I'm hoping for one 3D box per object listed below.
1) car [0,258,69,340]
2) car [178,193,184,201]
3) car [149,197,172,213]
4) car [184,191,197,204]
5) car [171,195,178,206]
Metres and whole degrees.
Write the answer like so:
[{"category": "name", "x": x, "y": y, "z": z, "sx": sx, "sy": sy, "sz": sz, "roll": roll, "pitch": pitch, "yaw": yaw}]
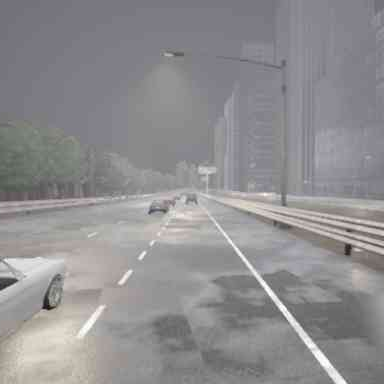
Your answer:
[{"category": "car", "x": -3.499, "y": 1.601, "z": 4.849, "sx": 1.895, "sy": 1.301, "sz": 4.718, "roll": 0, "pitch": 0, "yaw": 0}, {"category": "car", "x": -3.854, "y": 1.515, "z": 88.407, "sx": 1.882, "sy": 1.535, "sz": 5.008, "roll": 0, "pitch": 0, "yaw": 0}, {"category": "car", "x": -3.555, "y": 1.578, "z": 36.480, "sx": 1.994, "sy": 1.385, "sz": 4.181, "roll": 0, "pitch": 0, "yaw": 0}, {"category": "car", "x": -0.092, "y": 1.254, "z": 66.422, "sx": 2.150, "sy": 2.045, "sz": 5.566, "roll": 0, "pitch": 0, "yaw": 0}, {"category": "car", "x": -3.630, "y": 1.555, "z": 54.508, "sx": 1.812, "sy": 1.442, "sz": 4.674, "roll": 0, "pitch": 0, "yaw": 0}]
